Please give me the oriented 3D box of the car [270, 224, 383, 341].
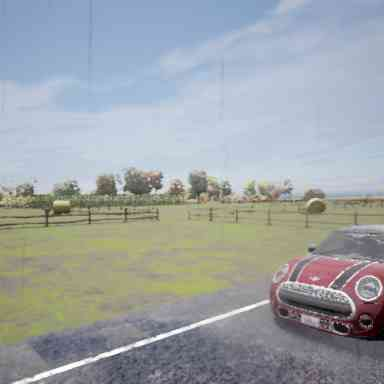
[{"bbox_3d":[3.630,1.506,6.863,4.553,1.767,2.097,0,-3,-40],"label":"car"}]
